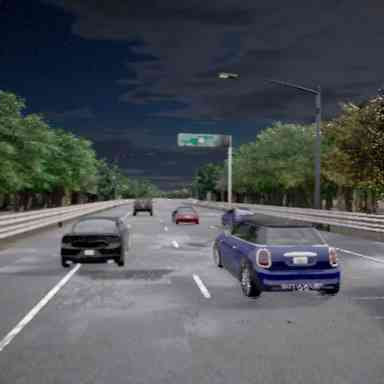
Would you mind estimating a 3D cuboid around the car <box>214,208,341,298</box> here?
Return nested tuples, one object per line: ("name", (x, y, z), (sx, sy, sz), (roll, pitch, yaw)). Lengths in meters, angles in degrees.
("car", (2.006, 1.493, 9.148), (2.097, 1.767, 4.553), (1, -1, -8))

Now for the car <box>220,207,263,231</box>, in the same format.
("car", (3.440, 1.883, 24.210), (1.812, 1.442, 4.674), (1, -1, -8))

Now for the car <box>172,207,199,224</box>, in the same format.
("car", (-0.609, 1.929, 28.047), (1.994, 1.385, 4.181), (1, -1, -8))

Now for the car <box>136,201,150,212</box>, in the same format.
("car", (-7.101, 2.067, 48.732), (1.882, 1.535, 5.008), (1, -1, -8))

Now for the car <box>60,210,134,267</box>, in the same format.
("car", (-3.245, 1.597, 11.886), (1.882, 1.535, 5.008), (1, -1, -8))

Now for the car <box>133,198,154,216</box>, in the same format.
("car", (-5.565, 1.669, 38.092), (2.150, 2.045, 5.566), (1, -1, -7))
